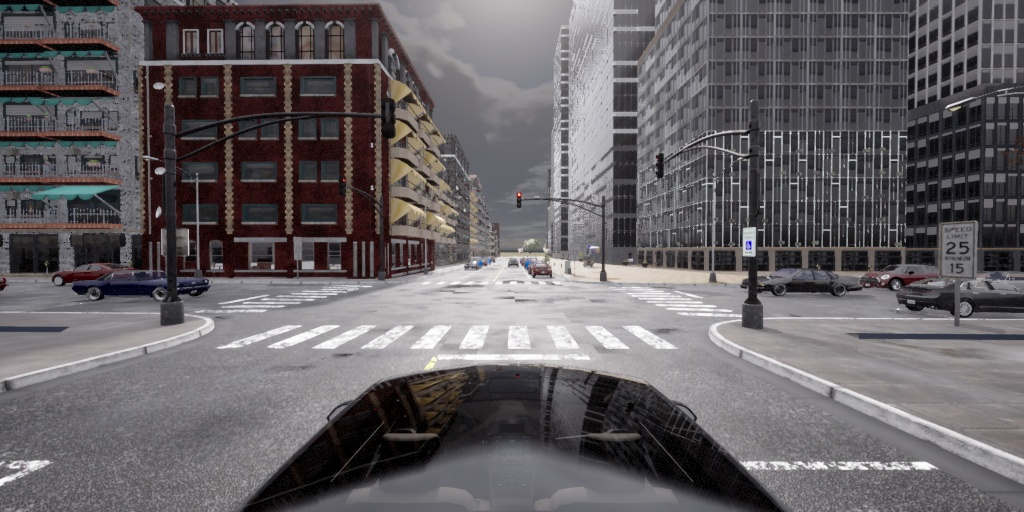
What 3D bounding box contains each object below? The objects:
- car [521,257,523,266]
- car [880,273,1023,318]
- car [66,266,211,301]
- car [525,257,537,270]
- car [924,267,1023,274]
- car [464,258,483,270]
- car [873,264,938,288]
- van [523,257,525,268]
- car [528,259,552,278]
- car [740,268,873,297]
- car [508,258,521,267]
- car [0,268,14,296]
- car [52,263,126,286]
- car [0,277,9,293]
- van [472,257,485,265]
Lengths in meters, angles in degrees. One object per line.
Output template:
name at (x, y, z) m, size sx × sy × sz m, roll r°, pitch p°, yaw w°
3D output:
car at (2.793, 1.240, 55.977) m, size 1.888 × 1.381 × 4.507 m, roll 0°, pitch 0°, yaw 0°
car at (16.743, 1.445, 13.051) m, size 4.403 × 1.370 × 2.007 m, roll 0°, pitch 0°, yaw 1°
car at (-16.638, 1.299, 16.300) m, size 4.718 × 1.301 × 1.895 m, roll 0°, pitch 1°, yaw 1°
car at (2.751, 1.159, 39.039) m, size 1.967 × 1.591 × 4.097 m, roll 0°, pitch 0°, yaw 0°
car at (25.258, 1.443, 18.818) m, size 4.718 × 1.301 × 1.895 m, roll 0°, pitch 1°, yaw 1°
car at (-5.569, 1.269, 50.319) m, size 1.948 × 1.339 × 4.313 m, roll 0°, pitch 0°, yaw 0°
car at (23.424, 1.230, 21.582) m, size 4.097 × 1.591 × 1.967 m, roll 0°, pitch 0°, yaw 1°
van at (2.779, 1.044, 50.331) m, size 1.690 × 1.789 × 3.998 m, roll 0°, pitch 0°, yaw 0°
car at (2.737, 1.271, 33.394) m, size 1.888 × 1.381 × 4.507 m, roll 0°, pitch 0°, yaw 0°
car at (15.231, 1.342, 18.987) m, size 5.357 × 1.411 × 2.033 m, roll 0°, pitch 1°, yaw 1°
car at (0.257, 1.281, 64.036) m, size 1.895 × 1.301 × 4.718 m, roll 0°, pitch 0°, yaw 0°
car at (-26.518, 1.255, 16.463) m, size 4.718 × 1.301 × 1.895 m, roll 0°, pitch 1°, yaw 1°
car at (-25.805, 1.109, 22.355) m, size 4.507 × 1.381 × 1.888 m, roll 0°, pitch 0°, yaw 1°
car at (-22.594, 1.259, 13.691) m, size 4.507 × 1.381 × 1.888 m, roll 0°, pitch 0°, yaw 1°
van at (-5.555, 1.036, 55.965) m, size 1.690 × 1.789 × 3.998 m, roll 0°, pitch 0°, yaw 0°
